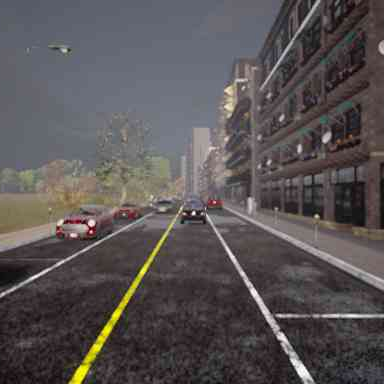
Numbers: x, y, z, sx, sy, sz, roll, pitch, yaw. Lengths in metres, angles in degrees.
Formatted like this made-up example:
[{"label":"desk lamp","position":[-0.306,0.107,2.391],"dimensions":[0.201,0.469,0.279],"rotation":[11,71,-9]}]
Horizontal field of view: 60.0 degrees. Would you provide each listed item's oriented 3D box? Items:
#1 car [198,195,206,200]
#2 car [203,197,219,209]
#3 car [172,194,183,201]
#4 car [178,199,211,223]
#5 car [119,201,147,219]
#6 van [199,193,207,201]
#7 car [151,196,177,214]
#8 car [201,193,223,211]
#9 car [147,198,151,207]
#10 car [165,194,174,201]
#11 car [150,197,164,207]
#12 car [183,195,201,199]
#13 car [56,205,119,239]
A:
[{"label":"car","position":[2.590,1.442,85.459],"dimensions":[1.947,1.339,4.313],"rotation":[1,0,0]},{"label":"car","position":[2.583,1.471,45.833],"dimensions":[1.887,1.381,4.507],"rotation":[1,0,0]},{"label":"car","position":[-2.735,1.179,74.162],"dimensions":[2.097,1.767,4.553],"rotation":[0,0,0]},{"label":"car","position":[0.105,1.506,24.795],"dimensions":[2.033,1.411,5.357],"rotation":[0,0,0]},{"label":"car","position":[-5.301,1.498,28.199],"dimensions":[1.887,1.381,4.507],"rotation":[1,0,0]},{"label":"van","position":[2.592,1.223,79.798],"dimensions":[1.690,1.788,3.998],"rotation":[1,0,0]},{"label":"car","position":[-2.838,1.469,34.331],"dimensions":[1.812,1.442,4.674],"rotation":[0,0,0]},{"label":"car","position":[2.584,1.249,40.171],"dimensions":[2.192,1.841,5.009],"rotation":[1,0,0]},{"label":"car","position":[-5.297,1.478,45.161],"dimensions":[2.008,1.369,4.403],"rotation":[1,0,0]},{"label":"car","position":[-5.290,1.323,79.085],"dimensions":[1.967,1.590,4.097],"rotation":[1,0,0]},{"label":"car","position":[-5.297,1.502,50.816],"dimensions":[1.802,1.307,4.206],"rotation":[1,0,0]},{"label":"car","position":[0.108,1.459,40.923],"dimensions":[1.812,1.442,4.674],"rotation":[0,0,0]},{"label":"car","position":[-5.302,1.412,16.892],"dimensions":[1.967,1.590,4.097],"rotation":[1,0,0]}]
